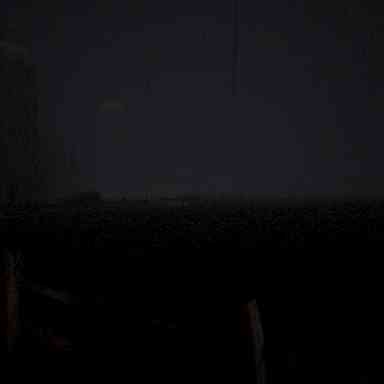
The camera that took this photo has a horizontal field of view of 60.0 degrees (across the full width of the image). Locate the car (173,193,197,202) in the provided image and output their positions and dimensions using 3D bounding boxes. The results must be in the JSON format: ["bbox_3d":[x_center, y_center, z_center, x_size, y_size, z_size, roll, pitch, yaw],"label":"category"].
[{"bbox_3d":[-1.124,0.903,56.255,1.882,1.535,5.008,1,1,36],"label":"car"}]

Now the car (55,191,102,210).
[{"bbox_3d":[-13.172,0.937,39.156,2.150,2.045,5.566,1,1,35],"label":"car"}]
